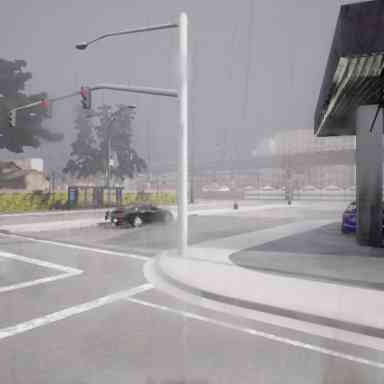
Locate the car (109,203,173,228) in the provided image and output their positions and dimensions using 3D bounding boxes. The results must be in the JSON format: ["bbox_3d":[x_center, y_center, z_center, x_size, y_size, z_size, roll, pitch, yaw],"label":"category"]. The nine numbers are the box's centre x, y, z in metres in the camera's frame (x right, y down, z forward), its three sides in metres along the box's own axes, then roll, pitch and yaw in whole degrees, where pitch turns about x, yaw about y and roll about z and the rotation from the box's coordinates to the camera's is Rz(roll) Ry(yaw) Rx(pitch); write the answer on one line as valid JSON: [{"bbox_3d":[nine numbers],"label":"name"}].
[{"bbox_3d":[-3.288,1.505,22.449,1.837,1.490,4.892,0,0,36],"label":"car"}]

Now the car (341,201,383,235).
[{"bbox_3d":[9.490,1.295,17.698,2.242,1.667,4.611,0,0,37],"label":"car"}]
